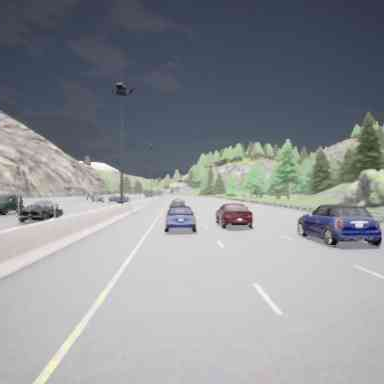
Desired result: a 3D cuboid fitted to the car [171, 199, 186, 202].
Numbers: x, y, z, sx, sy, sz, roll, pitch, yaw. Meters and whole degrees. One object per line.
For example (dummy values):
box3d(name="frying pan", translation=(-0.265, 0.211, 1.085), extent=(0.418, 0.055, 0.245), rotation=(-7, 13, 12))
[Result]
box3d(name="car", translation=(-1.774, 1.590, 42.664), extent=(1.994, 1.385, 4.181), rotation=(0, 0, -3))

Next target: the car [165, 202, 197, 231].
box3d(name="car", translation=(-0.710, 1.560, 20.467), extent=(2.033, 1.411, 5.357), rotation=(0, 0, -3))

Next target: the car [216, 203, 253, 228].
box3d(name="car", translation=(2.711, 1.483, 22.104), extent=(1.882, 1.535, 5.008), rotation=(0, 0, -3))

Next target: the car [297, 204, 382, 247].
box3d(name="car", translation=(6.526, 1.346, 15.262), extent=(2.097, 1.767, 4.553), rotation=(0, 0, -2))
